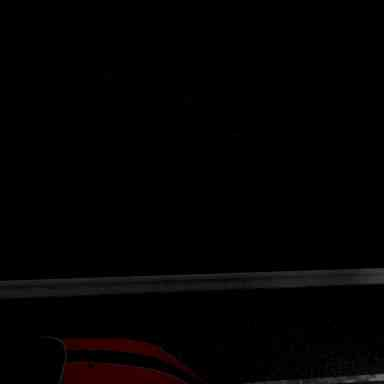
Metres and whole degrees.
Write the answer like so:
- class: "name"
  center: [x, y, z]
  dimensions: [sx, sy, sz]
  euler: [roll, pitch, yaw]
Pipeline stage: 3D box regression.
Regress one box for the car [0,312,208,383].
- class: "car"
  center: [-1.885, 1.352, 1.629]
  dimensions: [4.553, 1.767, 2.097]
  euler: [0, 0, -6]
